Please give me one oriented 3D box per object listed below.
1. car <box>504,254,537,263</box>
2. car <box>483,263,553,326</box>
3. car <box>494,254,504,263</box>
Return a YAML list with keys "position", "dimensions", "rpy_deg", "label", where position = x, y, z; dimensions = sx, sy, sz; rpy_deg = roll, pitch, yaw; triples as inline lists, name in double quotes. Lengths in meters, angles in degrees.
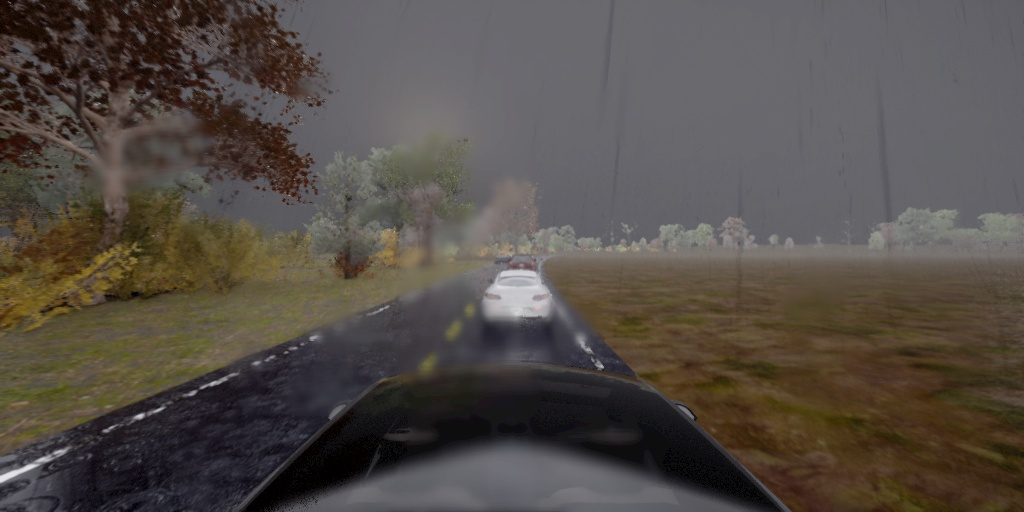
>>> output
- position: [0.805, 0.614, 27.484]
  dimensions: [2.097, 1.767, 4.553]
  rpy_deg: [0, 1, 3]
  label: "car"
- position: [0.194, 1.103, 10.853]
  dimensions: [1.812, 1.442, 4.674]
  rpy_deg: [0, 1, 1]
  label: "car"
- position: [-1.022, 0.455, 46.092]
  dimensions: [2.033, 1.411, 5.357]
  rpy_deg: [0, 1, 5]
  label: "car"
